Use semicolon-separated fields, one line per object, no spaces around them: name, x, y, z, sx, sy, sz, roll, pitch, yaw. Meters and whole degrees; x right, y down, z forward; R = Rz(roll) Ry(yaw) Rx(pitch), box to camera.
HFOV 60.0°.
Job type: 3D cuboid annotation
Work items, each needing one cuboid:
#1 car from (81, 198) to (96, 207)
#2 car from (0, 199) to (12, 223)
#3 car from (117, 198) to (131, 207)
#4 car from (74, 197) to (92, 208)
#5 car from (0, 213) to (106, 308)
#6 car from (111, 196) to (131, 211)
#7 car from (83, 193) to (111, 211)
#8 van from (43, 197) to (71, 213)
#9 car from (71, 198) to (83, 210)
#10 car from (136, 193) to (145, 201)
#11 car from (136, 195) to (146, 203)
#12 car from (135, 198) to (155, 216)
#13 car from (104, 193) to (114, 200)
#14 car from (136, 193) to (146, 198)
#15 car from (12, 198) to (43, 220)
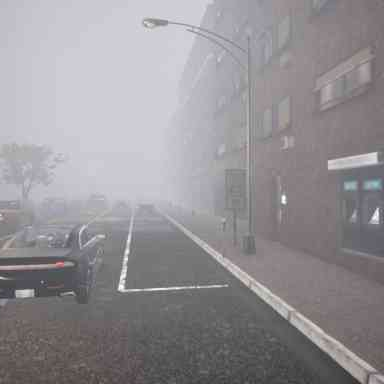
car;-16.528;1.581;53.371;1.802;1.307;4.206;1;0;-9
car;-10.035;1.325;14.382;2.192;1.841;5.009;0;0;-9
car;-10.370;1.599;51.143;1.895;1.301;4.718;0;0;-9
car;-15.573;1.529;47.633;1.752;1.417;4.829;0;0;-9
car;-3.210;1.495;7.989;2.128;1.511;4.902;0;0;-9
car;-8.687;1.530;41.280;1.812;1.442;4.674;0;0;-9
car;-11.946;1.227;42.188;2.150;2.045;5.566;0;0;-9
van;-12.817;1.353;31.091;1.690;1.788;3.998;0;0;-9
car;-14.673;1.590;42.231;1.802;1.307;4.206;0;0;-9
car;-12.898;1.276;82.617;2.192;1.841;5.009;1;0;-9
car;-11.045;1.416;71.478;1.967;1.590;4.097;1;0;-9
car;-4.555;1.556;32.487;2.008;1.369;4.403;0;0;-9
car;-23.016;1.264;92.359;2.192;1.841;5.009;1;0;-9
car;-10.118;1.422;65.909;1.967;1.590;4.097;0;0;-9
car;-10.963;1.327;19.952;2.192;1.841;5.009;0;0;-9
